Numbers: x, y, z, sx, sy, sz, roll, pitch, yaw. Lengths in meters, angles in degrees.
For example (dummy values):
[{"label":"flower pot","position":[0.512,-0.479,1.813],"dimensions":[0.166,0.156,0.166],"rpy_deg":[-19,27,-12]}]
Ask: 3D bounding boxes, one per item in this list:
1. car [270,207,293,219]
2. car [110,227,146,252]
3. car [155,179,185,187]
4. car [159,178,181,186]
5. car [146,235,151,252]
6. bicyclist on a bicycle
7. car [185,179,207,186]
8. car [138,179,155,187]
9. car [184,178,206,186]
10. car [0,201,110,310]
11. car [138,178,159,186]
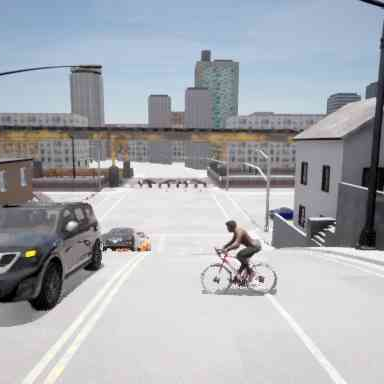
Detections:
[{"label":"car","position":[11.773,2.628,41.106],"dimensions":[4.181,1.385,1.994],"rpy_deg":[0,8,-1]},{"label":"car","position":[-4.156,2.887,20.077],"dimensions":[1.837,1.490,4.892],"rpy_deg":[0,-12,-2]},{"label":"car","position":[-4.657,-1.929,70.456],"dimensions":[4.974,1.542,2.038],"rpy_deg":[-6,11,-37]},{"label":"car","position":[-4.615,-2.089,70.465],"dimensions":[4.536,1.218,1.853],"rpy_deg":[-6,11,-37]},{"label":"car","position":[-4.333,3.838,25.621],"dimensions":[2.097,1.767,4.553],"rpy_deg":[0,-8,-3]},{"label":"bicyclist on a bicycle","position":[1.014,1.432,7.207],"dimensions":[1.656,1.620,0.582],"rpy_deg":[-1,1,0]},{"label":"car","position":[0.692,-2.040,71.355],"dimensions":[4.974,1.542,2.038],"rpy_deg":[5,10,27]},{"label":"car","position":[-9.263,-1.932,70.344],"dimensions":[4.974,1.542,2.038],"rpy_deg":[8,11,42]},{"label":"car","position":[0.646,-2.200,71.356],"dimensions":[4.536,1.218,1.853],"rpy_deg":[5,10,27]},{"label":"car","position":[-3.778,1.252,8.151],"dimensions":[2.150,2.045,5.566],"rpy_deg":[0,-1,-1]},{"label":"car","position":[-9.301,-2.093,70.355],"dimensions":[4.536,1.218,1.853],"rpy_deg":[8,11,42]}]
